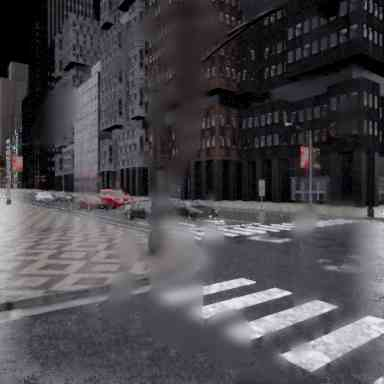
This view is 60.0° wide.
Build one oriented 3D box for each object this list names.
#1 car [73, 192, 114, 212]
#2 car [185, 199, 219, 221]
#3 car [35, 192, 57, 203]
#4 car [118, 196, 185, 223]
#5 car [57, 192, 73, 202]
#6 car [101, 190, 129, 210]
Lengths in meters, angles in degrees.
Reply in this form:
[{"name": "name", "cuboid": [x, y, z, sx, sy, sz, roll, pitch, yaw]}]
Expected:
[{"name": "car", "cuboid": [-9.689, 1.049, 32.423, 1.882, 1.535, 5.008, 0, 1, -36]}, {"name": "car", "cuboid": [-0.393, 1.275, 25.095, 2.033, 1.411, 5.357, 0, 1, -39]}, {"name": "car", "cuboid": [-22.052, 0.783, 49.567, 1.812, 1.442, 4.674, 0, 1, -36]}, {"name": "car", "cuboid": [-2.998, 1.280, 23.236, 2.033, 1.411, 5.357, 0, 1, -35]}, {"name": "car", "cuboid": [-20.158, 0.726, 52.507, 2.128, 1.511, 4.902, 0, 1, -36]}, {"name": "car", "cuboid": [-8.305, 0.759, 36.044, 2.150, 2.045, 5.566, 0, 1, -36]}]
